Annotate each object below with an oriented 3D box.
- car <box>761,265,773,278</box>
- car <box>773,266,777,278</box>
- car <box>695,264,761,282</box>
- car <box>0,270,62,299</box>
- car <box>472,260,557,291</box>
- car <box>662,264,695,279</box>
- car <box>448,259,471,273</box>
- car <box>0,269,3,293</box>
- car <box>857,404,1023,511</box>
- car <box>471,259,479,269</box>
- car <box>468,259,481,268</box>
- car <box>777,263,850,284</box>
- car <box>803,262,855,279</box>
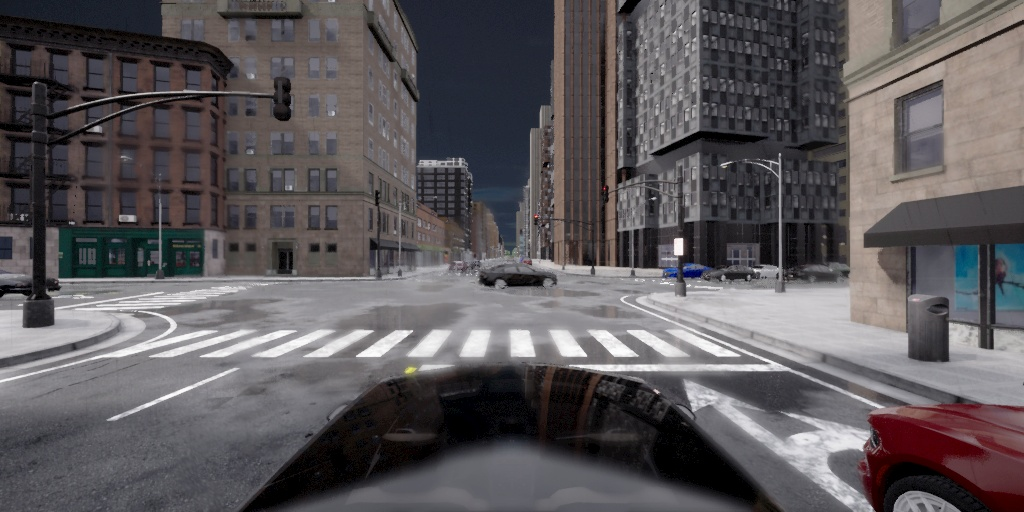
[{"bbox_3d":[26.009,1.640,37.346,4.674,1.442,1.812,1,0,-15],"label":"car"},{"bbox_3d":[28.330,1.594,34.605,5.008,1.535,1.882,1,0,-15],"label":"car"},{"bbox_3d":[19.279,1.514,32.033,4.892,1.490,1.837,1,0,-17],"label":"car"},{"bbox_3d":[-22.317,1.032,14.448,5.357,1.411,2.033,1,0,-16],"label":"car"},{"bbox_3d":[0.345,1.231,21.993,5.008,1.535,1.882,0,0,-20],"label":"car"},{"bbox_3d":[17.027,1.487,34.776,5.008,1.535,1.882,1,0,-16],"label":"car"},{"bbox_3d":[-6.672,1.284,44.709,1.812,1.442,4.674,0,0,0],"label":"car"},{"bbox_3d":[-21.029,1.021,11.457,5.357,1.411,2.033,1,0,-13],"label":"car"},{"bbox_3d":[3.353,1.228,0.406,1.882,1.535,5.008,0,0,0],"label":"car"},{"bbox_3d":[-6.683,1.253,54.670,2.128,1.511,4.902,0,0,0],"label":"car"},{"bbox_3d":[-6.673,1.326,64.632,1.994,1.385,4.181,0,0,0],"label":"car"},{"bbox_3d":[25.430,1.533,30.254,5.008,1.535,1.882,1,0,-16],"label":"car"},{"bbox_3d":[35.018,1.571,39.628,4.553,1.767,2.097,1,0,-13],"label":"car"}]
